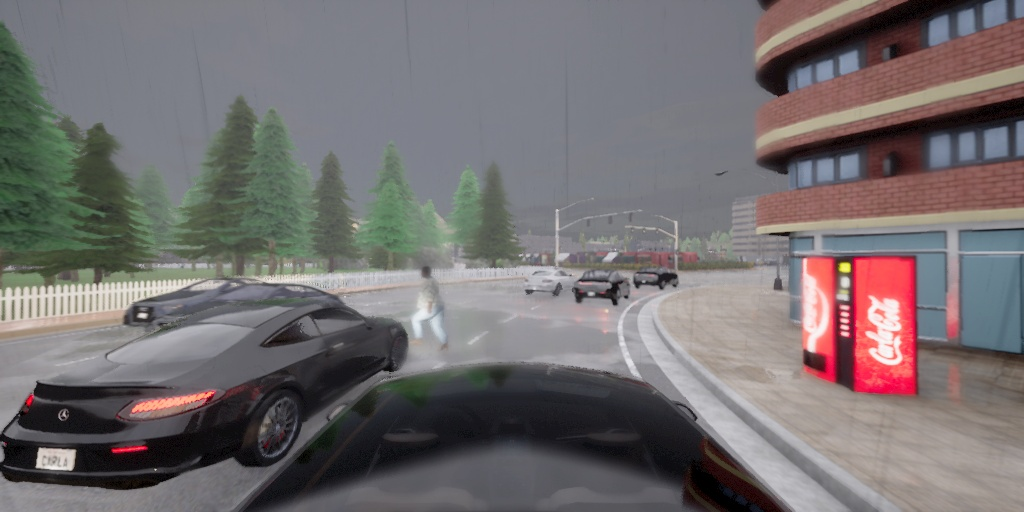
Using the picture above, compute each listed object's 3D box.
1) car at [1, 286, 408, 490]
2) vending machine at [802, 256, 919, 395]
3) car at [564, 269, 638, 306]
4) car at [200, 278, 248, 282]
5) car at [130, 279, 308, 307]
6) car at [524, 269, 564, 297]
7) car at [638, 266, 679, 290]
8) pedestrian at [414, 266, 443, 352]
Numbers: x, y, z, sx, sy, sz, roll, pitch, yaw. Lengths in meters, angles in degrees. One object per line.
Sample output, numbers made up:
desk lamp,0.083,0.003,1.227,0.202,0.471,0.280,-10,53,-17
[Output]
car,-3.011,1.299,4.839,1.812,1.442,4.674,0,-1,6
vending machine,5.185,0.984,5.435,1.100,2.100,0.880,0,0,9
car,4.370,1.378,16.991,2.128,1.511,4.902,0,-1,27
car,-9.086,1.383,11.230,1.994,1.385,4.181,0,-1,15
car,-6.080,1.366,8.804,1.994,1.385,4.181,0,-1,12
car,2.305,1.438,20.356,1.812,1.442,4.674,0,-1,30
car,9.922,1.451,24.589,2.128,1.511,4.902,0,-1,40
pedestrian,-1.795,1.093,7.713,0.375,1.860,0.375,0,-1,11
